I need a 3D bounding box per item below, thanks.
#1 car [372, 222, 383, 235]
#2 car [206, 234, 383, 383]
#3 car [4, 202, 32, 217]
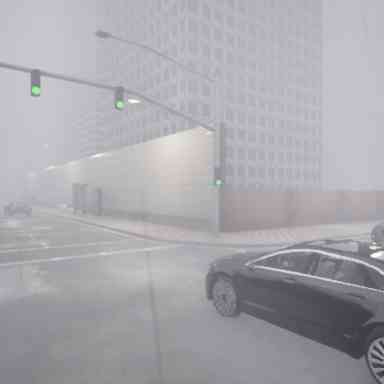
[{"bbox_3d":[10.194,1.702,15.557,4.181,1.385,1.994,0,0,-36],"label":"car"},{"bbox_3d":[2.167,1.524,5.317,2.128,1.511,4.902,0,0,-35],"label":"car"},{"bbox_3d":[-16.949,1.626,32.270,1.895,1.301,4.718,0,0,-35],"label":"car"}]
